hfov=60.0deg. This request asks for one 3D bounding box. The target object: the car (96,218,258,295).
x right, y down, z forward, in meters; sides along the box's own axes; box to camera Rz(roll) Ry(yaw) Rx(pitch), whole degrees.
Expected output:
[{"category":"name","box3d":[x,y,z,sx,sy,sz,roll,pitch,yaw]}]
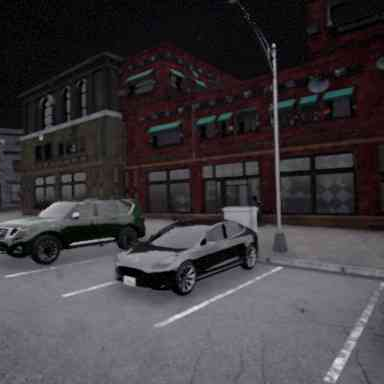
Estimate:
[{"category":"car","box3d":[0.095,1.526,9.112,2.163,1.488,4.792,0,0,37]}]
